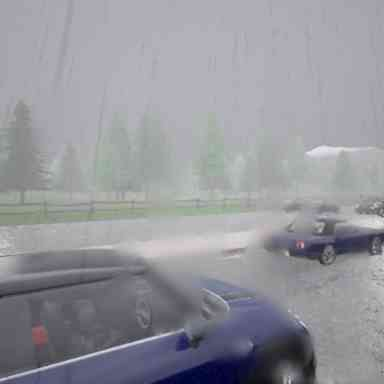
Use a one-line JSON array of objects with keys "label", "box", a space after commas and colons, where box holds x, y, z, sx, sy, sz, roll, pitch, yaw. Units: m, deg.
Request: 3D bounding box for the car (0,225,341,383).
[{"label": "car", "box": [-0.884, 1.347, 3.102, 4.553, 1.767, 2.097, 0, 0, -36]}]

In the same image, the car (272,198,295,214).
[{"label": "car", "box": [10.201, 1.384, 33.991, 4.674, 1.442, 1.812, 0, 0, -36]}]

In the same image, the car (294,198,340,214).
[{"label": "car", "box": [11.985, 1.386, 30.964, 4.674, 1.442, 1.812, 0, 0, -36]}]

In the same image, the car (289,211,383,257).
[{"label": "car", "box": [4.629, 1.549, 11.348, 4.718, 1.301, 1.895, 0, 0, -36]}]

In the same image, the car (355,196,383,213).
[{"label": "car", "box": [16.723, 1.196, 30.060, 4.553, 1.767, 2.097, 0, 0, -36]}]
